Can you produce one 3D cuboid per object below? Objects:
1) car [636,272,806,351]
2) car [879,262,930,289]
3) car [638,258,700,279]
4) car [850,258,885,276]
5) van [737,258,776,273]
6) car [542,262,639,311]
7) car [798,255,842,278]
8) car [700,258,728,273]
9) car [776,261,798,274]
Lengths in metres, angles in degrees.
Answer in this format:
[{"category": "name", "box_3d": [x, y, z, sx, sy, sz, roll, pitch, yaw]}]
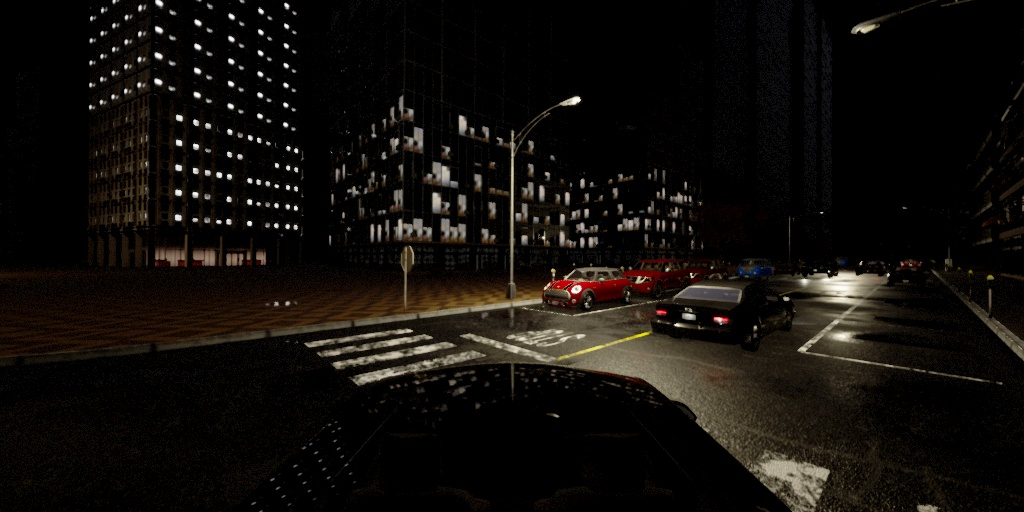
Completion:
[{"category": "car", "box_3d": [5.517, 1.298, 9.047, 5.357, 1.411, 2.033, 0, 0, -42]}, {"category": "car", "box_3d": [25.540, 1.294, 23.226, 4.403, 1.370, 2.007, 0, 0, -42]}, {"category": "car", "box_3d": [7.294, 1.068, 18.233, 5.009, 1.841, 2.192, 0, 0, -42]}, {"category": "car", "box_3d": [35.548, 1.223, 35.589, 4.902, 1.511, 2.128, 0, 0, -42]}, {"category": "van", "box_3d": [19.962, 1.089, 29.480, 3.998, 1.789, 1.690, 0, 0, -42]}, {"category": "car", "box_3d": [3.072, 1.193, 14.484, 4.097, 1.591, 1.967, 0, 0, -42]}, {"category": "car", "box_3d": [29.825, 0.960, 34.641, 5.566, 2.045, 2.150, 0, 0, -42]}, {"category": "car", "box_3d": [11.517, 1.067, 21.982, 5.009, 1.841, 2.192, 0, 0, -42]}, {"category": "car", "box_3d": [28.407, 1.321, 36.978, 4.207, 1.307, 1.802, 0, 0, -42]}]
